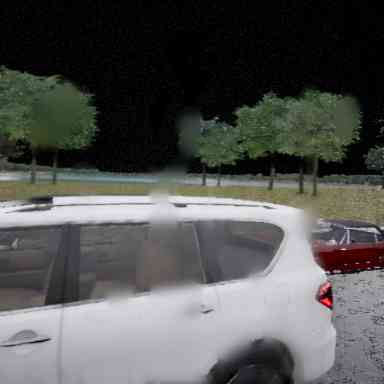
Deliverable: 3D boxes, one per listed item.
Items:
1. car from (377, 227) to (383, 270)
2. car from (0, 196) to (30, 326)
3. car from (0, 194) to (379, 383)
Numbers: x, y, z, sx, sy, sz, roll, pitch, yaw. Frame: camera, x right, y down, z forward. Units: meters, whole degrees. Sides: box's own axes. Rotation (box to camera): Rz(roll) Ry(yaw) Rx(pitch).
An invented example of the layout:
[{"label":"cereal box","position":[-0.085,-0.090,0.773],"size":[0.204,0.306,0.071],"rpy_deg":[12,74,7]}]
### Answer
[{"label":"car","position":[3.547,1.395,8.606],"size":[4.718,1.301,1.895],"rpy_deg":[1,2,-23]},{"label":"car","position":[-5.026,0.986,4.965],"size":[4.553,1.767,2.097],"rpy_deg":[1,2,-23]},{"label":"car","position":[-1.314,1.052,3.002],"size":[5.566,2.045,2.150],"rpy_deg":[1,2,-23]}]
